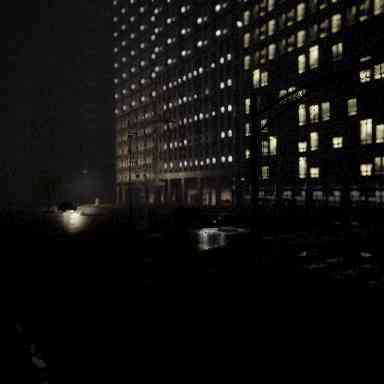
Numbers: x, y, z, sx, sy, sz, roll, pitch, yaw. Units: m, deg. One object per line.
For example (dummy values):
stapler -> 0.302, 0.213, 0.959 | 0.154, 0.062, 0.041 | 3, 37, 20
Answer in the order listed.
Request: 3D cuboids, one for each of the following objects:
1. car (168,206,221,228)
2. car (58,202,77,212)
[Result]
car -> 0.081, 1.786, 24.401 | 1.837, 1.490, 4.892 | -1, 0, -36
car -> -18.733, 2.208, 49.863 | 1.812, 1.442, 4.674 | -1, 0, -36
